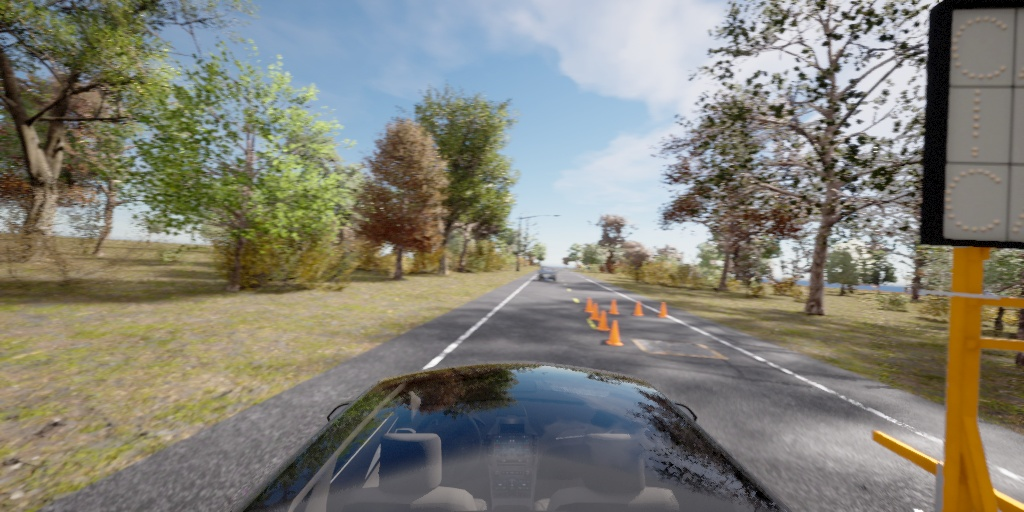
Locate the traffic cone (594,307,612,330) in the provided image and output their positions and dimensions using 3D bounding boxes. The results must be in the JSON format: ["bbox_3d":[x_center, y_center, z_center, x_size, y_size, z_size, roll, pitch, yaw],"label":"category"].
[{"bbox_3d":[2.813,1.971,11.121,0.340,0.580,0.340,0,0,6],"label":"traffic cone"}]

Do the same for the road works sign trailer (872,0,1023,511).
[{"bbox_3d":[3.327,0.402,2.019,2.380,3.560,2.880,0,0,6],"label":"road works sign trailer"}]

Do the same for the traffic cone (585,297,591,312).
[{"bbox_3d":[3.244,2.043,15.098,0.340,0.580,0.340,0,0,6],"label":"traffic cone"}]

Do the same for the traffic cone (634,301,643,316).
[{"bbox_3d":[5.229,2.151,14.881,0.340,0.580,0.340,0,0,6],"label":"traffic cone"}]

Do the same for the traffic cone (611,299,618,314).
[{"bbox_3d":[4.237,2.097,14.989,0.340,0.580,0.340,0,0,6],"label":"traffic cone"}]

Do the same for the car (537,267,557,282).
[{"bbox_3d":[3.698,1.889,37.587,2.128,1.511,4.902,3,-1,6],"label":"car"}]

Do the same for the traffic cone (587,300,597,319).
[{"bbox_3d":[3.029,2.007,13.110,0.340,0.580,0.340,0,0,6],"label":"traffic cone"}]

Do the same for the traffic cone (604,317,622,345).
[{"bbox_3d":[2.598,1.936,9.134,0.340,0.580,0.340,0,0,6],"label":"traffic cone"}]

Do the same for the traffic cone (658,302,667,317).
[{"bbox_3d":[6.222,2.205,14.772,0.340,0.580,0.340,0,0,6],"label":"traffic cone"}]
